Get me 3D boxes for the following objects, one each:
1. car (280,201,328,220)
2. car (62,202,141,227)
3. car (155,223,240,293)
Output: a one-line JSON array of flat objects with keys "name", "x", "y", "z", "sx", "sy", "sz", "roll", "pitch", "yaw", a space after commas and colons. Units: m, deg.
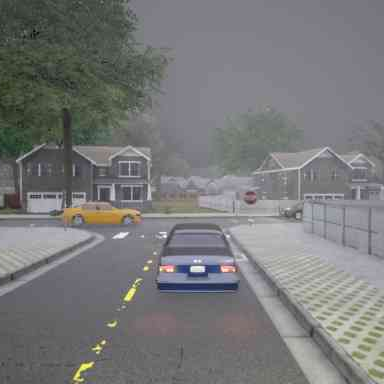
[{"name": "car", "x": 9.941, "y": 1.543, "z": 28.263, "sx": 4.892, "sy": 1.490, "sz": 1.837, "roll": 0, "pitch": 0, "yaw": -12}, {"name": "car", "x": -5.884, "y": 1.430, "z": 21.964, "sx": 5.008, "sy": 1.535, "sz": 1.882, "roll": 0, "pitch": 0, "yaw": -11}, {"name": "car", "x": 0.122, "y": 1.547, "z": 8.982, "sx": 2.033, "sy": 1.411, "sz": 5.357, "roll": 0, "pitch": 0, "yaw": 0}]
